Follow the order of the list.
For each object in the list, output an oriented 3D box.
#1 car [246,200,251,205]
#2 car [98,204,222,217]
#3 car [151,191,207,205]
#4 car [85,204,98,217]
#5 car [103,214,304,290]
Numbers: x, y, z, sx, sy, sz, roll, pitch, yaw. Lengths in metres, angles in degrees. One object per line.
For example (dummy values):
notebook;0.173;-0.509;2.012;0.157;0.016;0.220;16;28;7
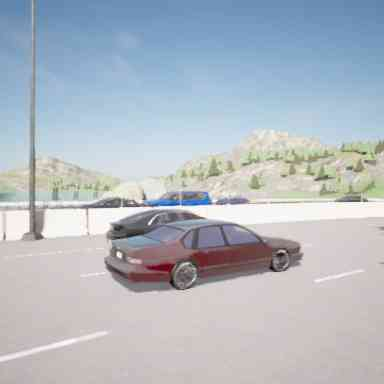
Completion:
car;4.932;1.123;39.677;4.181;1.385;1.994;0;1;-28
car;-0.562;1.352;11.870;4.892;1.490;1.837;0;0;-33
car;-1.066;0.919;24.144;5.566;2.045;2.150;0;1;-31
car;-6.095;1.149;25.101;4.892;1.490;1.837;1;0;-33
car;0.508;1.442;8.712;5.357;1.411;2.033;0;1;-32
